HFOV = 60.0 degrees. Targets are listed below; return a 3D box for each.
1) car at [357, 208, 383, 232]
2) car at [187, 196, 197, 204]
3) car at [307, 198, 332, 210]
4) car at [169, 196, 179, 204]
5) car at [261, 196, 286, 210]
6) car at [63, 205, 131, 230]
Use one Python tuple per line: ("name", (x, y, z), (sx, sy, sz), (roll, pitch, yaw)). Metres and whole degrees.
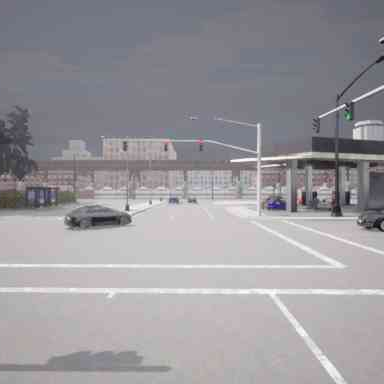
("car", (12.297, 1.505, 19.562), (4.892, 1.490, 1.837), (0, 0, -1))
("car", (0.022, 1.547, 64.404), (2.033, 1.411, 5.357), (0, 0, 0))
("car", (15.469, 1.456, 40.486), (1.970, 1.475, 3.806), (0, 0, 0))
("car", (-3.478, 1.478, 64.405), (1.882, 1.535, 5.008), (0, 0, 0))
("car", (9.724, 1.295, 39.725), (2.242, 1.667, 4.611), (0, 0, 0))
("car", (-6.053, 1.564, 21.462), (4.181, 1.385, 1.994), (0, 0, -44))
